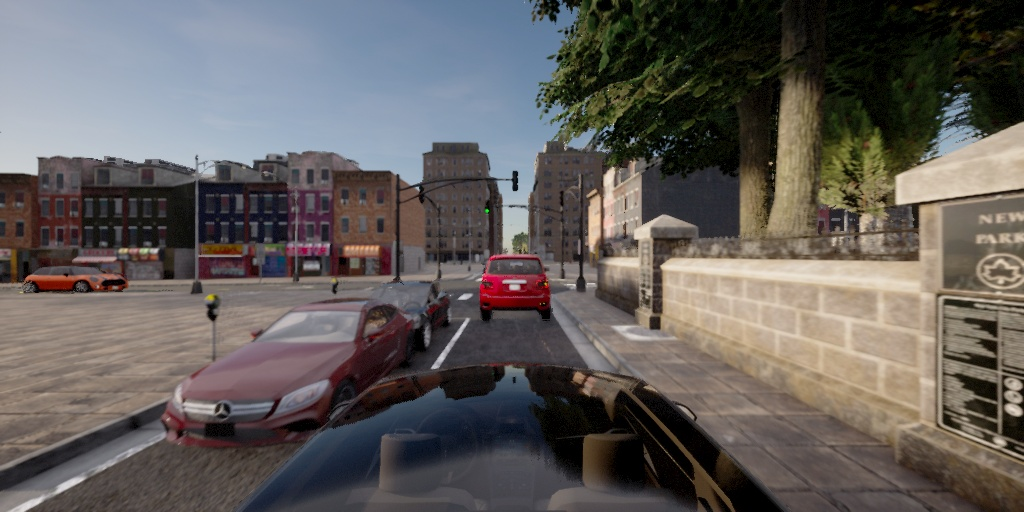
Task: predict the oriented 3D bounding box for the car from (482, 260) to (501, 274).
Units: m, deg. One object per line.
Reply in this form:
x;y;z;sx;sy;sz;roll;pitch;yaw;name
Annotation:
-2.280;1.223;40.748;1.837;1.490;4.892;0;0;0;car

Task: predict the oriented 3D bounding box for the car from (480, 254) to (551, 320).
0.180;0.964;12.720;2.150;2.045;5.566;0;0;2;car

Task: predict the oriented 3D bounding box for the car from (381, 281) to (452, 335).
-2.637;1.311;8.995;1.948;1.339;4.313;0;0;0;car

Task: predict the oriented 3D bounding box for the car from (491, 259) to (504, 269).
-2.271;1.211;56.460;1.837;1.490;4.892;0;0;0;car

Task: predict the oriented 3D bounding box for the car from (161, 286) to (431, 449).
-2.637;1.330;5.332;1.802;1.307;4.207;0;0;0;car

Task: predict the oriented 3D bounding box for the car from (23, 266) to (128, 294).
-26.426;1.387;21.855;4.553;1.767;2.097;-1;0;0;car
